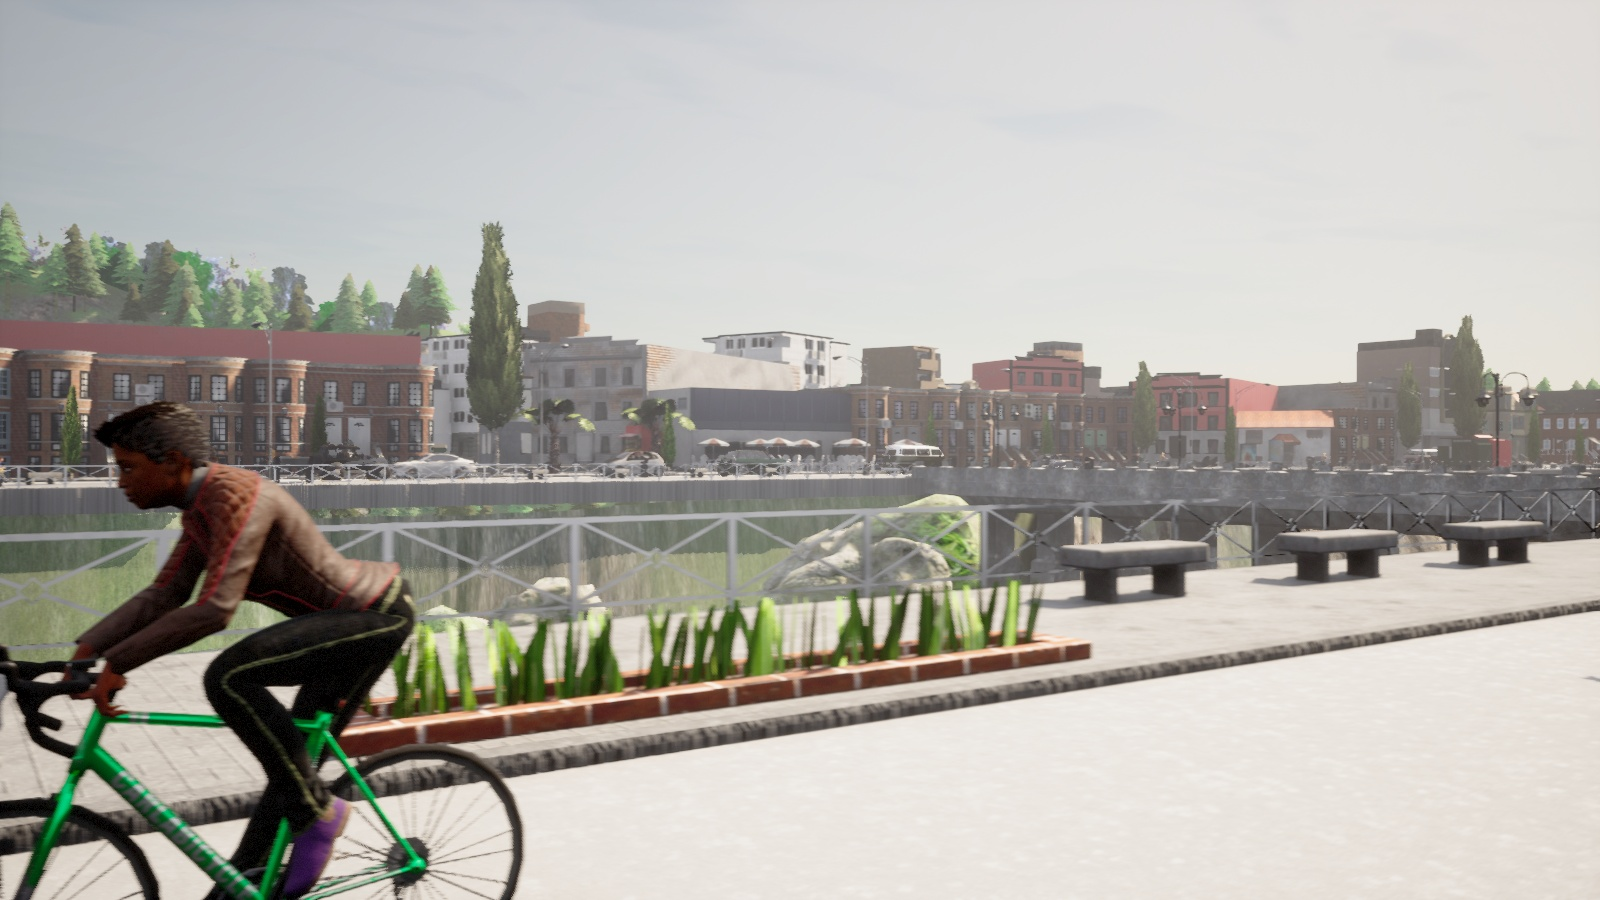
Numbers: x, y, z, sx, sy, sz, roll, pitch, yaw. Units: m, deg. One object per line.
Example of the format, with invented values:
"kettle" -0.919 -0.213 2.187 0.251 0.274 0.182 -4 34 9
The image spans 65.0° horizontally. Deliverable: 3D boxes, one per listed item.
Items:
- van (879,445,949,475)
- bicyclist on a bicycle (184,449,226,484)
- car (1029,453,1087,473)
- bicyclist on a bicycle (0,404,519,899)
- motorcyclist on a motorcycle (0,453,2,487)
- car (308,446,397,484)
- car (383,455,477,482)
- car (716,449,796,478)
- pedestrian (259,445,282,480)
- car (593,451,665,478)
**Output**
"van" 7.713 0.660 84.785 4.480 2.038 2.069 0 0 -35
"bicyclist on a bicycle" -30.031 0.834 63.371 1.843 1.776 0.659 0 0 -35
"car" 19.040 0.945 92.673 4.193 1.474 1.816 0 0 -35
"bicyclist on a bicycle" -1.607 0.709 3.150 1.656 1.620 0.582 0 0 -35
"motorcyclist on a motorcycle" -37.878 0.920 57.905 1.817 1.590 0.866 0 0 -35
"car" -22.664 0.745 63.629 3.866 1.878 1.905 0 0 -35
"car" -20.592 0.986 69.944 4.674 1.442 1.812 0 0 -35
"car" -2.716 0.799 77.521 4.553 1.767 2.097 0 0 -35
"pedestrian" -28.962 0.684 68.674 0.900 1.855 0.874 0 0 -3
"car" -10.458 0.854 77.003 3.988 1.617 1.851 0 0 -35
